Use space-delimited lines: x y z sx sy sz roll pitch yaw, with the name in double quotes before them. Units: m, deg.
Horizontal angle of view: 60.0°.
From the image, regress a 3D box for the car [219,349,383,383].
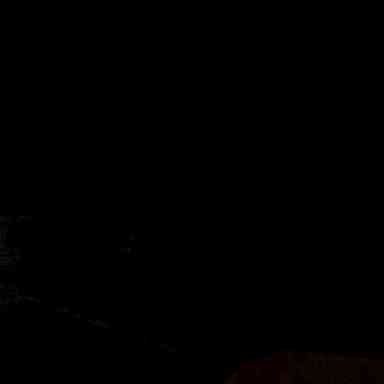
"car" 2.172 1.533 1.529 4.829 1.417 1.752 1 0 35
